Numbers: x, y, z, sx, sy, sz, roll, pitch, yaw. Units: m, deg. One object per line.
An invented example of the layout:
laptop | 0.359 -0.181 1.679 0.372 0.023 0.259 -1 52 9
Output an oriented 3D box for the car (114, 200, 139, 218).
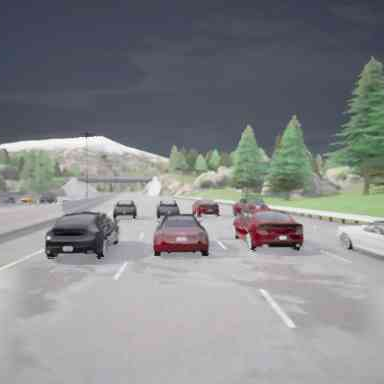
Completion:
car | -5.637 1.417 28.451 2.128 1.511 4.902 0 0 -8

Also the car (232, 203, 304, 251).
car | 2.986 1.427 13.954 1.882 1.535 5.008 0 0 -4

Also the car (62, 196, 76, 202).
car | -22.718 1.386 61.665 1.812 1.442 4.674 0 0 -11

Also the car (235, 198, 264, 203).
car | 4.923 1.252 28.675 2.097 1.767 4.553 0 0 -8

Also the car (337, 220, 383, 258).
car | 6.697 1.551 10.951 1.895 1.301 4.718 0 0 -3

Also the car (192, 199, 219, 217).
car | 1.166 1.381 30.332 1.882 1.535 5.008 0 0 -8

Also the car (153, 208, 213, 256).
car | -0.469 1.525 13.037 1.994 1.385 4.181 0 0 -4

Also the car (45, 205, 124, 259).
car | -3.937 1.476 12.561 1.837 1.490 4.892 0 0 -4

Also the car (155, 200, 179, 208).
car | -2.125 1.408 28.629 2.128 1.511 4.902 0 0 -8
